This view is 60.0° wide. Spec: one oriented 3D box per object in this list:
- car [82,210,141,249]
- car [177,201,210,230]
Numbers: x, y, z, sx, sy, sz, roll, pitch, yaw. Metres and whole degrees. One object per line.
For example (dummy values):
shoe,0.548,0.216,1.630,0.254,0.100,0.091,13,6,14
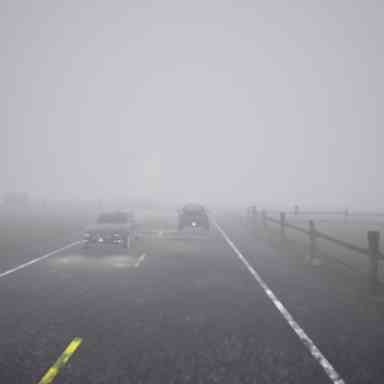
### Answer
car,-3.498,1.612,15.169,1.837,1.490,4.892,0,0,0
car,0.102,1.604,21.852,1.837,1.490,4.892,0,0,0
